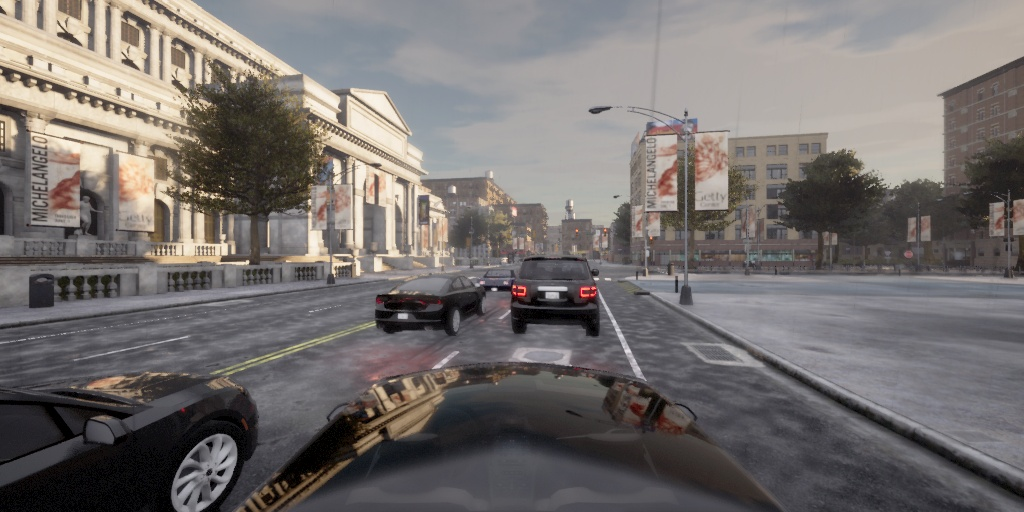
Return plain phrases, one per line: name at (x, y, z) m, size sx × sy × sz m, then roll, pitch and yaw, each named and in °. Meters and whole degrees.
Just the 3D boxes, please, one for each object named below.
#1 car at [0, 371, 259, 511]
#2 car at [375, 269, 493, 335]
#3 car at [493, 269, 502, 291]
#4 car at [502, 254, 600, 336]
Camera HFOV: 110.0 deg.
car at (-3.203, 1.255, 1.258) m, size 1.837 × 1.490 × 4.892 m, roll 0°, pitch 0°, yaw 0°
car at (-2.106, 1.228, 10.651) m, size 1.882 × 1.535 × 5.008 m, roll 0°, pitch 0°, yaw 9°
car at (-0.445, 1.351, 19.772) m, size 1.895 × 1.301 × 4.718 m, roll 0°, pitch 0°, yaw 11°
car at (1.381, 0.971, 10.636) m, size 2.150 × 2.045 × 5.566 m, roll 0°, pitch 0°, yaw 10°
